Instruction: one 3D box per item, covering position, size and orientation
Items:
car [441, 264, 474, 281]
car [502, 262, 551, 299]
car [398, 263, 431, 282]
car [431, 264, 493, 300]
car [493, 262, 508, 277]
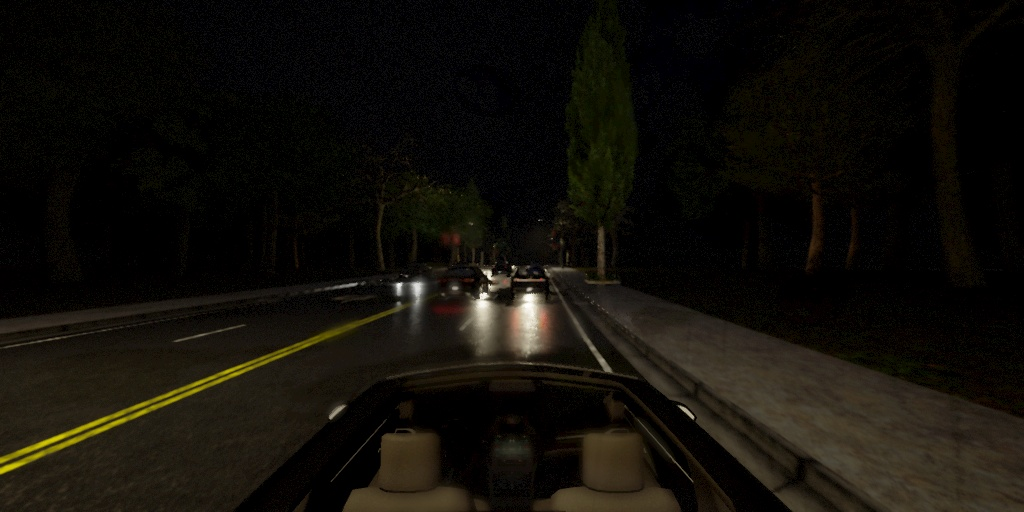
[{"bbox_3d":[-4.804,1.410,32.235,1.994,1.385,4.181,0,0,4],"label":"car"},{"bbox_3d":[0.917,1.271,18.104,2.128,1.511,4.902,0,0,4],"label":"car"},{"bbox_3d":[-8.167,1.356,30.765,1.837,1.490,4.892,0,0,4],"label":"car"},{"bbox_3d":[-2.326,1.267,18.143,1.882,1.535,5.008,0,0,4],"label":"car"},{"bbox_3d":[-1.015,1.344,36.992,2.128,1.511,4.902,0,0,4],"label":"car"}]
